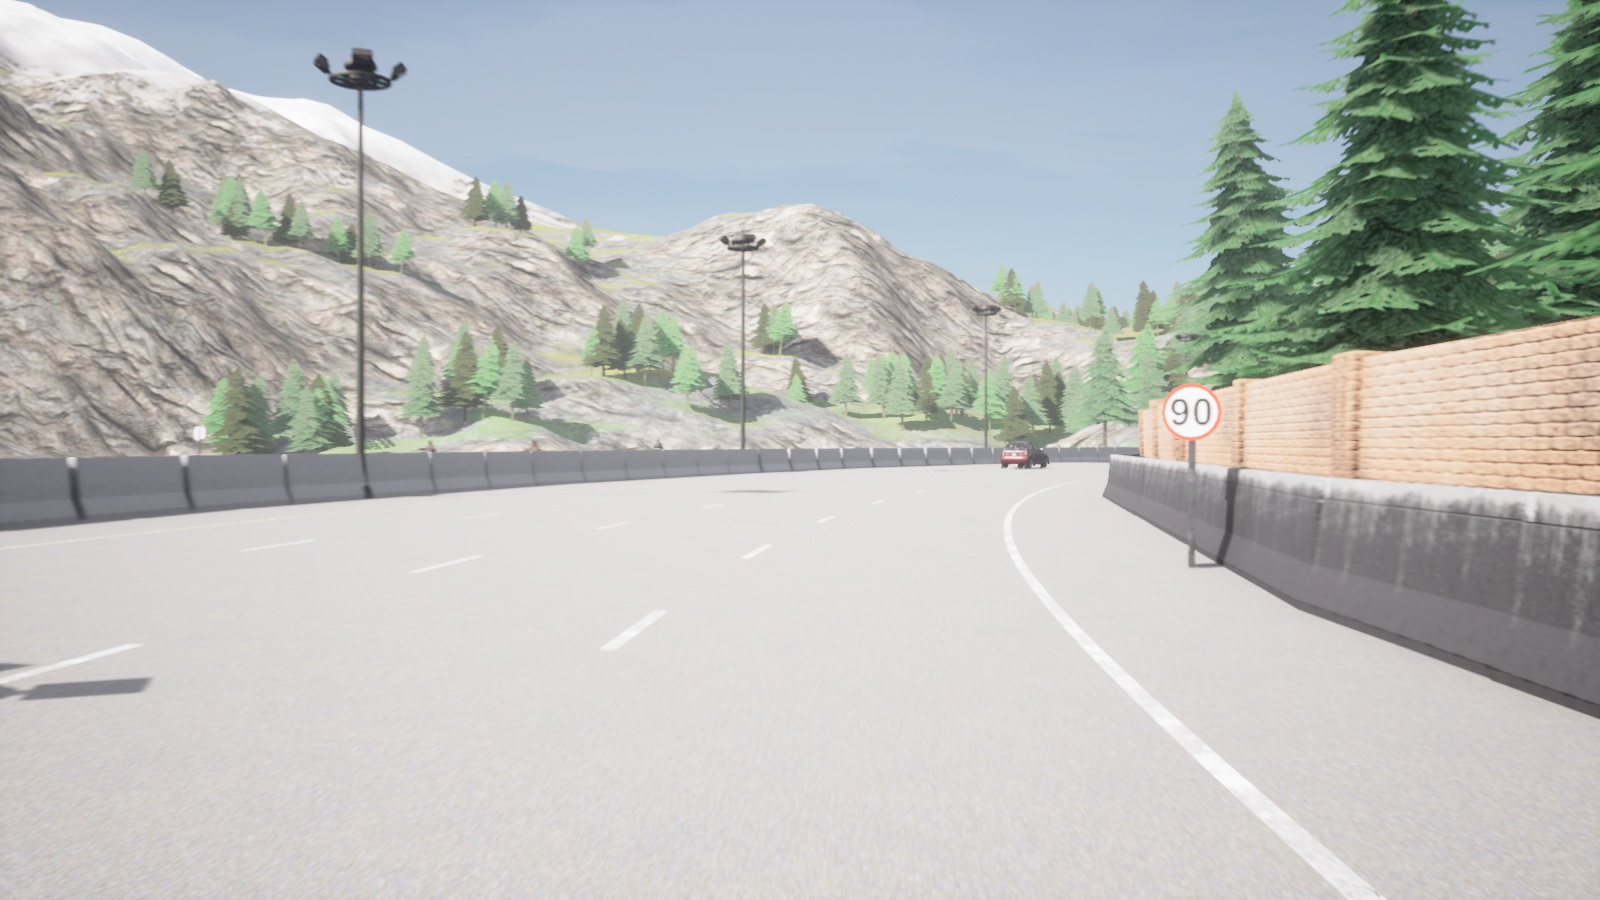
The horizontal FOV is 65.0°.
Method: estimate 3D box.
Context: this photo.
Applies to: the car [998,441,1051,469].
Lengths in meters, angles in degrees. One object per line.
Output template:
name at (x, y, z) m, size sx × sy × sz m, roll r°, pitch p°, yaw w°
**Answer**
car at (13.442, 0.273, 75.035) m, size 1.851 × 1.617 × 3.988 m, roll 0°, pitch 0°, yaw 30°
